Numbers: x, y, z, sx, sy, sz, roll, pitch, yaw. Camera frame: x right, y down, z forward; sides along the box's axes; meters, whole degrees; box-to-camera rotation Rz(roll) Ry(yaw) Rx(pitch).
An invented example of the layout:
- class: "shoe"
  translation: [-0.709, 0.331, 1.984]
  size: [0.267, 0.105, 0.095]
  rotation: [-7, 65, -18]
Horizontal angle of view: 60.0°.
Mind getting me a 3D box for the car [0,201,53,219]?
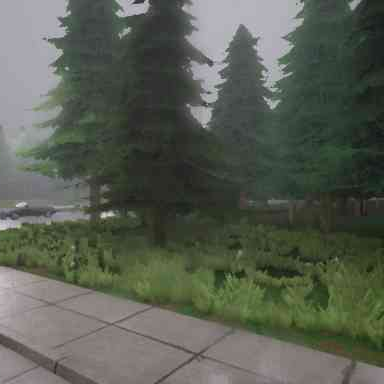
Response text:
- class: "car"
  translation: [-13.750, 1.499, 27.942]
  size: [1.812, 1.442, 4.674]
  rotation: [0, 0, 34]
